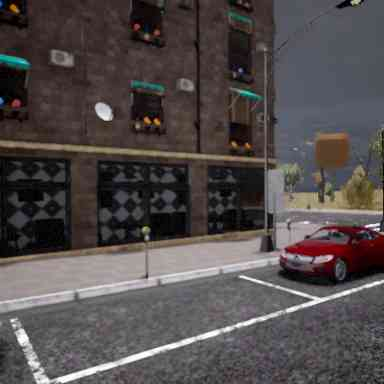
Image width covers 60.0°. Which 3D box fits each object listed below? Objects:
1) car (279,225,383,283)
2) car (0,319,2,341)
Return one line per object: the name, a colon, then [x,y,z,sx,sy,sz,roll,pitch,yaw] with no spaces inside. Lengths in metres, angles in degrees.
car: [4.406,1.657,9.837,4.206,1.307,1.802,1,-1,-35]
car: [-4.666,1.509,3.248,4.829,1.417,1.752,1,-1,-35]
